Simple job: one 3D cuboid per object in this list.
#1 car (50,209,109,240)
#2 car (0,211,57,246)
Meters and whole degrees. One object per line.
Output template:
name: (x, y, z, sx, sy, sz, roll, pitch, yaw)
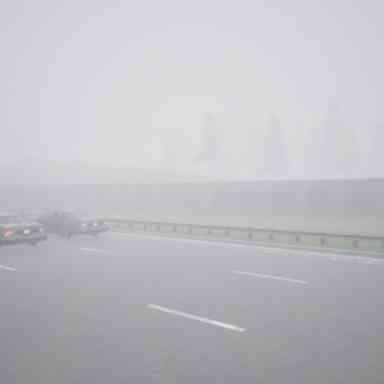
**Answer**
car: (-6.650, 1.593, 17.332, 5.357, 1.411, 2.033, 0, 0, 35)
car: (-8.391, 1.592, 14.274, 5.357, 1.411, 2.033, 0, 0, 35)
